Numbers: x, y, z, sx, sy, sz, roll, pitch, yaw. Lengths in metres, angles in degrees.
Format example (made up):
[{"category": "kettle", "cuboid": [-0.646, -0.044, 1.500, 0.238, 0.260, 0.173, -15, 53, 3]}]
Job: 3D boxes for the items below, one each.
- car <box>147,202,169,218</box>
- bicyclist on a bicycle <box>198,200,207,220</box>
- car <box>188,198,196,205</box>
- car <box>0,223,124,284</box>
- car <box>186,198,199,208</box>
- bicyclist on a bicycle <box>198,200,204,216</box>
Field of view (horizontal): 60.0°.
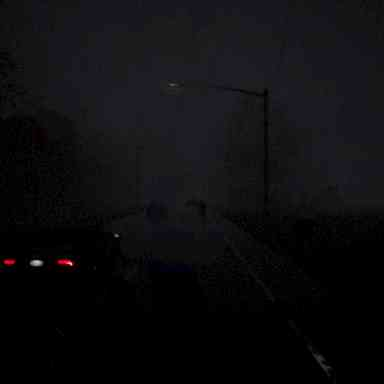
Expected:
[{"category": "car", "cuboid": [-3.406, 1.766, 33.835, 2.128, 1.511, 4.902, 0, 0, 0]}, {"category": "bicyclist on a bicycle", "cuboid": [0.964, 1.597, 27.908, 0.659, 1.776, 1.843, 0, 0, 0]}, {"category": "car", "cuboid": [-0.007, 2.103, 73.888, 1.837, 1.490, 4.892, 0, 0, 0]}, {"category": "car", "cuboid": [-3.400, 1.627, 9.788, 2.033, 1.411, 5.357, 0, 0, 0]}, {"category": "car", "cuboid": [0.087, 1.820, 57.378, 2.097, 1.767, 4.553, 0, 0, 0]}, {"category": "bicyclist on a bicycle", "cuboid": [0.962, 1.751, 36.703, 0.582, 1.620, 1.656, 0, -1, 0]}]
